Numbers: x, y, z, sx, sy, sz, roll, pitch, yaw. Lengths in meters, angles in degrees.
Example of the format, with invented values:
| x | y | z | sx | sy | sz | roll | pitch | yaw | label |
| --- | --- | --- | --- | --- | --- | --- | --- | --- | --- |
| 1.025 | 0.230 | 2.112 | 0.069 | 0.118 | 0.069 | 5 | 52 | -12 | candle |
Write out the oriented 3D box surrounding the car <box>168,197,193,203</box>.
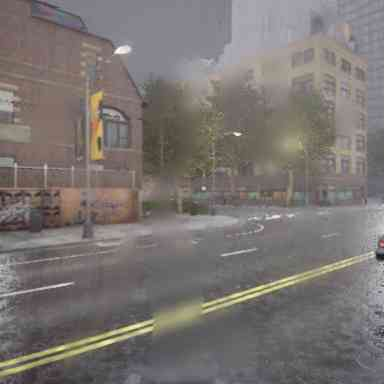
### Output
| x | y | z | sx | sy | sz | roll | pitch | yaw | label |
| --- | --- | --- | --- | --- | --- | --- | --- | --- | --- |
| -1.326 | 1.404 | 41.334 | 2.097 | 1.767 | 4.553 | 0 | 0 | -41 | car |

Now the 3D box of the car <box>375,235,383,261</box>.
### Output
| x | y | z | sx | sy | sz | roll | pitch | yaw | label |
| --- | --- | --- | --- | --- | --- | --- | --- | --- | --- |
| 7.634 | 1.518 | 10.472 | 5.357 | 1.411 | 2.033 | 0 | 0 | -41 | car |
